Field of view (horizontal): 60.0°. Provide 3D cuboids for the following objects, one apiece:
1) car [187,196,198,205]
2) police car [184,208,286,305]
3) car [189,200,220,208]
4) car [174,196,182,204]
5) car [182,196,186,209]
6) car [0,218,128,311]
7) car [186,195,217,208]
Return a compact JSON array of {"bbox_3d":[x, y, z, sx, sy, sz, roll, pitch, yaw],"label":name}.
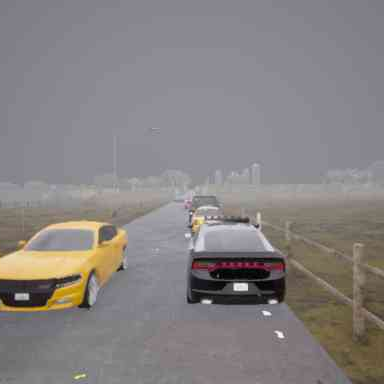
[{"bbox_3d":[0.119,1.543,58.431,1.812,1.442,4.674,0,0,0],"label":"car"},{"bbox_3d":[0.842,1.425,8.291,1.930,1.638,5.238,0,0,0],"label":"police car"},{"bbox_3d":[0.862,1.457,18.371,1.801,1.575,5.366,0,0,0],"label":"car"},{"bbox_3d":[-2.615,1.487,66.474,1.882,1.535,5.008,0,0,0],"label":"car"},{"bbox_3d":[0.113,1.367,45.425,2.097,1.767,4.553,0,0,1],"label":"car"},{"bbox_3d":[-2.835,1.477,8.056,1.882,1.535,5.008,0,0,0],"label":"car"},{"bbox_3d":[0.875,1.228,24.212,2.150,2.045,5.566,0,0,0],"label":"car"}]
